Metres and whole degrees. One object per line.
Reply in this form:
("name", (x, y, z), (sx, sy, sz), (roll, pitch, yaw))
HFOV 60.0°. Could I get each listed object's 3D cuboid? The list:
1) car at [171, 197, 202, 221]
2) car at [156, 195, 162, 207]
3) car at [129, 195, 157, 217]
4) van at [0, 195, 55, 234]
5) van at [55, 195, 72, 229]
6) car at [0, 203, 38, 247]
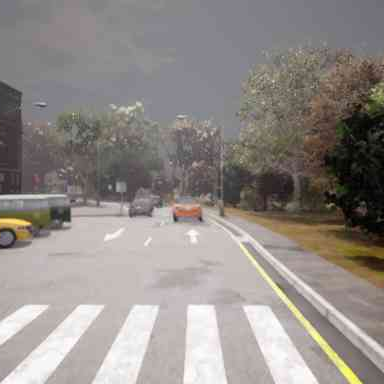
("car", (-0.492, 1.166, 25.643), (2.097, 1.767, 4.553), (0, 1, -6))
("car", (-5.357, 1.092, 42.159), (2.128, 1.511, 4.902), (0, 1, -28))
("car", (-4.223, 1.281, 28.334), (1.837, 1.490, 4.892), (1, 1, -4))
("van", (-9.380, 1.189, 16.451), (4.442, 1.987, 1.878), (-1, 1, -21))
("van", (-9.411, 1.151, 19.451), (4.442, 1.987, 1.878), (-1, 1, -21))
("car", (-9.245, 1.451, 13.507), (5.008, 1.535, 2.097), (-1, 0, -20))
